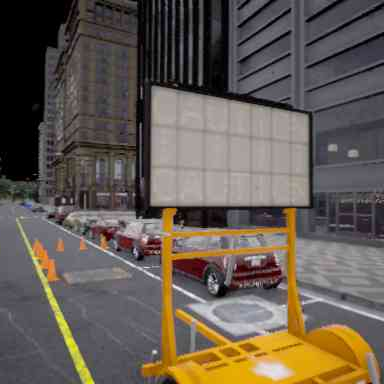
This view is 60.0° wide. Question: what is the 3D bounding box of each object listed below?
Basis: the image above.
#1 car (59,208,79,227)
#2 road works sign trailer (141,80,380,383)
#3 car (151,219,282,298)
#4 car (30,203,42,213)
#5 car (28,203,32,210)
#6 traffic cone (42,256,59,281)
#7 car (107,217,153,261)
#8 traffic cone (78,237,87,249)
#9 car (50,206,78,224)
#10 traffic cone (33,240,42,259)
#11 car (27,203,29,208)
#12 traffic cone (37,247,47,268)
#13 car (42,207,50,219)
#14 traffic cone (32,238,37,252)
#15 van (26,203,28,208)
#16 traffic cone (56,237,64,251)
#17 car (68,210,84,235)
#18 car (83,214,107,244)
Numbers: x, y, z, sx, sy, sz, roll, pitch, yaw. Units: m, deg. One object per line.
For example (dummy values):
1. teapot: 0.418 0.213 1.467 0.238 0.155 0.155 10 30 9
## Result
1. car: -9.976 2.354 28.734 1.752 1.417 4.829 1 -2 -29
2. road works sign trailer: 0.451 0.602 4.151 2.380 3.560 2.880 1 -2 -29
3. car: 0.579 1.746 9.589 1.967 1.590 4.097 1 -2 -29
4. car: -30.509 3.395 65.979 1.947 1.339 4.313 1 -2 -29
5. car: -33.125 3.521 70.725 1.947 1.339 4.313 1 -2 -29
6. traffic cone: -4.055 2.232 9.620 0.340 0.580 0.340 1 -2 -29
7. car: -2.039 1.875 14.339 1.967 1.590 4.097 1 -2 -29
8. traffic cone: -5.199 2.416 15.837 0.340 0.580 0.340 1 -2 -29
9. car: -12.512 2.268 33.341 2.192 1.841 5.009 1 -2 -29
10. traffic cone: -5.985 2.327 13.122 0.340 0.580 0.340 1 -2 -29
11. car: -35.823 3.609 75.620 1.752 1.417 4.829 1 -2 -29
12. traffic cone: -5.020 2.280 11.371 0.340 0.580 0.340 1 -2 -29
13. car: -17.750 2.776 42.833 1.947 1.339 4.313 1 -2 -29
14. traffic cone: -6.950 2.375 14.873 0.340 0.580 0.340 1 -2 -29
15. van: -38.356 3.546 80.222 1.690 1.788 3.998 1 -2 -29
16. traffic cone: -6.075 2.396 15.355 0.340 0.580 0.340 1 -2 -29
17. car: -7.276 2.245 23.835 2.008 1.369 4.403 1 -2 -29
18. car: -4.659 2.109 19.085 1.887 1.381 4.507 1 -2 -29
